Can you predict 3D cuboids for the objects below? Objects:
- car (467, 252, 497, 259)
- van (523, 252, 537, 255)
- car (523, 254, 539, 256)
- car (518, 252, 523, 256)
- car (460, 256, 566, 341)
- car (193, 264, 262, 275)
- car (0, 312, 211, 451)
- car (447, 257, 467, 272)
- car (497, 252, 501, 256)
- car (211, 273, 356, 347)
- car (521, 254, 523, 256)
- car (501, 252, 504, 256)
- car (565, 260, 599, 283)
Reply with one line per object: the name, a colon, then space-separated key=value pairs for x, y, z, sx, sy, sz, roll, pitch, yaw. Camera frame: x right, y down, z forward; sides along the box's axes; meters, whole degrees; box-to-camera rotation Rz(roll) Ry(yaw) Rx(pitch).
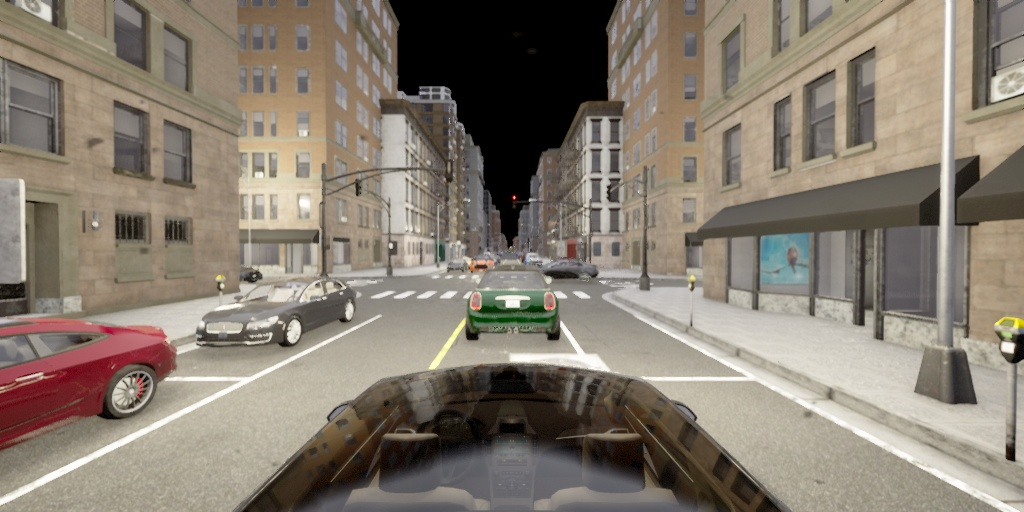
car: x=-2.832 y=0.681 z=34.675 sx=2.097 sy=1.767 sz=4.553 roll=0 pitch=1 yaw=0
van: x=2.626 y=0.517 z=46.560 sx=1.690 sy=1.789 sz=3.998 roll=0 pitch=0 yaw=0
car: x=2.626 y=0.796 z=41.155 sx=2.007 sy=1.370 sz=4.403 roll=0 pitch=0 yaw=0
car: x=2.625 y=0.283 z=62.778 sx=2.192 sy=1.841 sz=5.009 roll=0 pitch=0 yaw=0
car: x=0.038 y=1.000 z=9.704 sx=2.097 sy=1.767 sz=4.553 roll=0 pitch=1 yaw=1
car: x=-17.150 y=0.978 z=21.092 sx=4.181 sy=1.385 sz=1.994 roll=0 pitch=1 yaw=0
car: x=-5.389 y=1.313 z=3.190 sx=1.802 sy=1.307 sz=4.207 roll=0 pitch=0 yaw=0
car: x=-5.401 y=0.865 z=35.745 sx=2.007 sy=1.370 sz=4.403 roll=0 pitch=0 yaw=0
car: x=-2.852 y=0.553 z=44.630 sx=2.097 sy=1.767 sz=4.553 roll=0 pitch=1 yaw=-1
car: x=-5.391 y=1.209 z=8.871 sx=2.007 sy=1.370 sz=4.403 roll=0 pitch=0 yaw=0
car: x=2.625 y=0.689 z=51.966 sx=1.802 sy=1.307 sz=4.207 roll=0 pitch=0 yaw=0
car: x=-2.811 y=0.510 z=59.760 sx=1.837 sy=1.490 sz=4.892 roll=0 pitch=1 yaw=0
car: x=3.331 y=0.979 z=24.078 sx=4.902 sy=1.511 sz=2.128 roll=1 pitch=1 yaw=0
